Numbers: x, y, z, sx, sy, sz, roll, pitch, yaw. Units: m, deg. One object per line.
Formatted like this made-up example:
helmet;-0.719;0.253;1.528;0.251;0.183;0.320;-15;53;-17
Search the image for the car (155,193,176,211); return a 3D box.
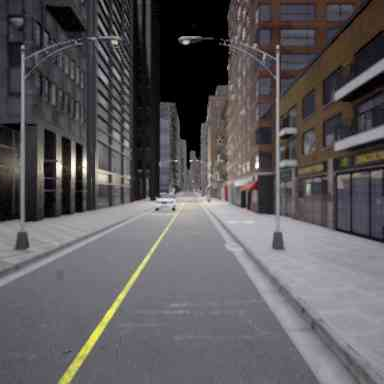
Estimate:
car;-3.007;1.111;38.717;2.150;2.045;5.566;0;0;0
